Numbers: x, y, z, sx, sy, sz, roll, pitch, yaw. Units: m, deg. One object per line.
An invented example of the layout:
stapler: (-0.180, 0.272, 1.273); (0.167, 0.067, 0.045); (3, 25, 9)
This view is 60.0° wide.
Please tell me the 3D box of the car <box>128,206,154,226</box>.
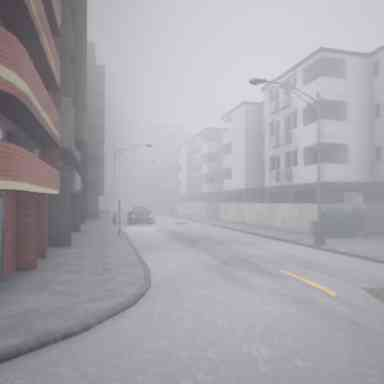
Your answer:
car: (-4.915, 2.192, 31.537); (2.097, 1.767, 4.553); (0, -2, -15)
